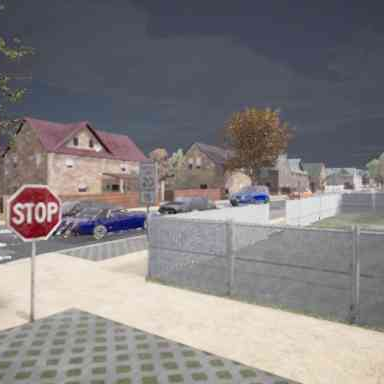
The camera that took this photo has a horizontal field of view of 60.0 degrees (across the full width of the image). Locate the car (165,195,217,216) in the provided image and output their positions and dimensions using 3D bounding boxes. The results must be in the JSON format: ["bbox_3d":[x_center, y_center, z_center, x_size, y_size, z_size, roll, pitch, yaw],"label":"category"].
[{"bbox_3d":[-0.201,0.966,24.615,2.033,1.411,5.357,1,2,35],"label":"car"}]

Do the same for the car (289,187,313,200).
[{"bbox_3d":[15.118,0.223,45.991,2.097,1.767,4.553,1,2,35],"label":"car"}]

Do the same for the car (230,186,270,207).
[{"bbox_3d":[5.880,0.393,33.141,2.150,2.045,5.566,1,2,36],"label":"car"}]

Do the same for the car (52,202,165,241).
[{"bbox_3d":[-3.645,1.293,15.179,1.895,1.301,4.718,1,2,37],"label":"car"}]

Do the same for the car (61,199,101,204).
[{"bbox_3d":[-5.805,1.125,16.677,1.882,1.535,5.008,1,2,34],"label":"car"}]
